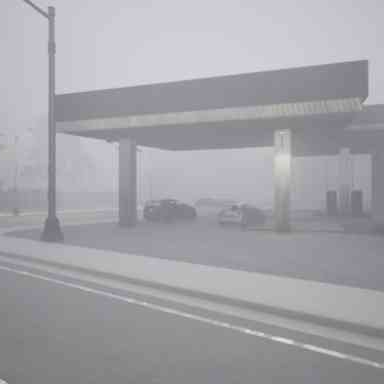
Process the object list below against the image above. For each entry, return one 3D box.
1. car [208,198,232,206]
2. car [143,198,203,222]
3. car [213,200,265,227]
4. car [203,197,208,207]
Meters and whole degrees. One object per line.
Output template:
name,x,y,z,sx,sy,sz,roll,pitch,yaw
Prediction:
car,5.233,1.656,51.281,2.033,1.411,5.357,0,0,36
car,-1.604,1.363,25.571,2.242,1.667,4.611,0,0,37
car,3.478,1.500,22.784,1.970,1.475,3.806,0,0,37
car,2.412,1.628,53.353,1.837,1.490,4.892,0,0,36
